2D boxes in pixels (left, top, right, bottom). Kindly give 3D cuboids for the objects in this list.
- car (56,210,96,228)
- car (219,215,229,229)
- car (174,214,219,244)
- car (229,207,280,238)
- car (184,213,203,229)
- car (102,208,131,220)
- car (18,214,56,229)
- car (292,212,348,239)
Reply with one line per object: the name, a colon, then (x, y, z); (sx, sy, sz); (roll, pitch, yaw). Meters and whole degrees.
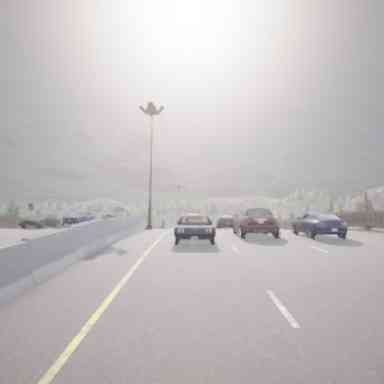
car: (-10.437, 2.447, 30.966); (1.882, 1.535, 5.008); (0, -6, 0)
car: (3.674, 3.327, 36.773); (1.882, 1.535, 5.008); (0, -7, 0)
car: (0.131, 1.807, 16.706); (1.895, 1.301, 4.718); (0, -2, 0)
car: (3.639, 1.702, 19.684); (2.097, 1.767, 4.553); (0, -3, 0)
car: (0.170, 3.087, 34.843); (1.882, 1.535, 5.008); (0, -7, 0)
car: (-6.936, 2.185, 31.020); (2.097, 1.767, 4.553); (0, -6, 0)
car: (-13.938, 2.711, 30.943); (2.033, 1.411, 5.357); (0, -6, 0)
car: (7.137, 1.844, 18.920); (1.812, 1.442, 4.674); (0, -3, 0)
